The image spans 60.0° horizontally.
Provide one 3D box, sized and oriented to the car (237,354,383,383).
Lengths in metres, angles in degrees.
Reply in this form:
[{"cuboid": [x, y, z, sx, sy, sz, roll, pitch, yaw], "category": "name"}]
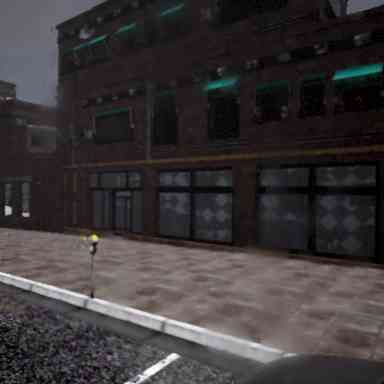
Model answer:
[{"cuboid": [2.060, 1.545, 1.406, 4.403, 1.369, 2.008, 0, 1, 36], "category": "car"}]
